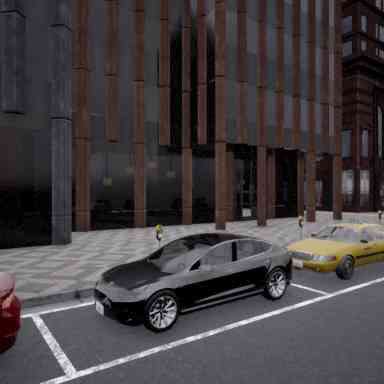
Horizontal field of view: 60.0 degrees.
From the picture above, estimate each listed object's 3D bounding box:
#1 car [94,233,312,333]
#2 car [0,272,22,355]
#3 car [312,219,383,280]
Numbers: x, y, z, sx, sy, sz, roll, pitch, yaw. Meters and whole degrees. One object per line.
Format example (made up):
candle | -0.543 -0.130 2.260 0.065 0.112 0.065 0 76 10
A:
car | 0.238 1.566 6.811 4.313 1.339 1.947 0 0 -35
car | -4.357 1.545 3.547 4.507 1.381 1.887 0 0 -35
car | 4.695 1.527 9.976 4.829 1.417 1.752 0 0 -35
